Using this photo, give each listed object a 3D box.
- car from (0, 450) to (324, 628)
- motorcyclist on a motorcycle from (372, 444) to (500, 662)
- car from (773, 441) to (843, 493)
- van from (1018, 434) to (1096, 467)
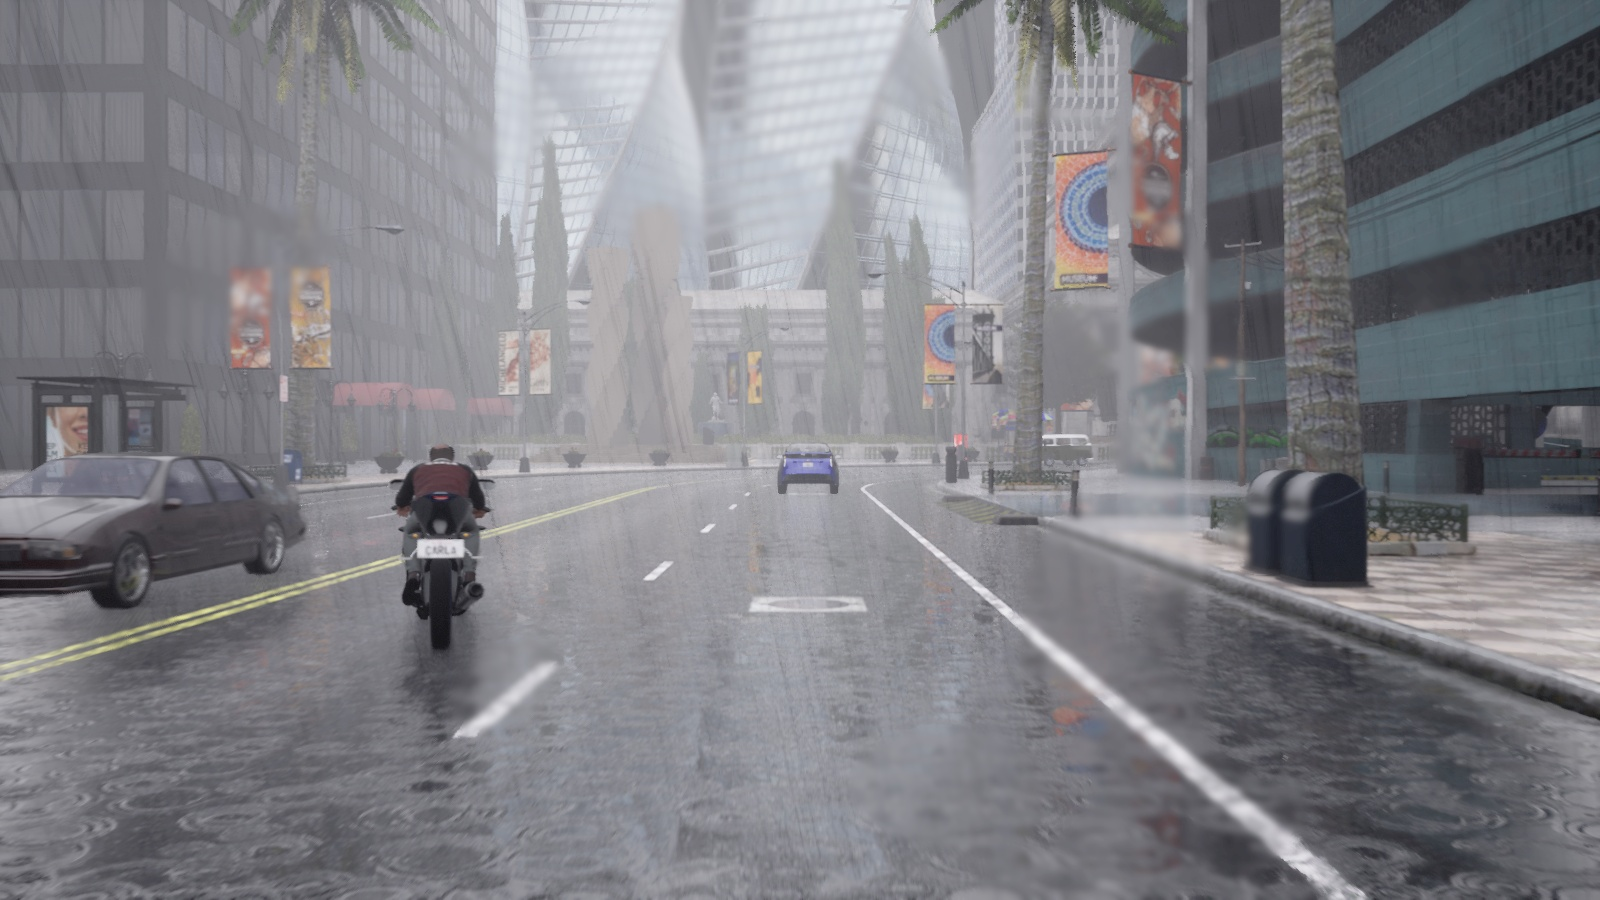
[{"bbox_3d":[-6.912,0.716,12.840,2.033,1.411,5.357,0,0,0],"label":"car"},{"bbox_3d":[-2.881,0.723,10.007,0.866,1.530,2.191,0,0,-15],"label":"motorcyclist on a motorcycle"},{"bbox_3d":[0.270,0.477,38.518,2.007,1.525,4.514,0,0,1],"label":"car"},{"bbox_3d":[16.276,0.035,79.575,4.480,2.038,2.069,0,0,-23],"label":"van"}]
